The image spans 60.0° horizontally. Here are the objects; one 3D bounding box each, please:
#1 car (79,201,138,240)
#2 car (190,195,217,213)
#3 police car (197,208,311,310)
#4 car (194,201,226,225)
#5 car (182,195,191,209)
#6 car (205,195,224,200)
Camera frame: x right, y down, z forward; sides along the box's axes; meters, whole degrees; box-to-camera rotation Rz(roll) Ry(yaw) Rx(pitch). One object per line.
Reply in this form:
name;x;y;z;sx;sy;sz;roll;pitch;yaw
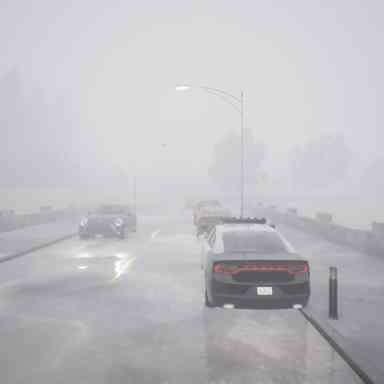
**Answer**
car;-4.101;1.352;16.914;2.097;1.767;4.553;0;0;0
car;1.146;1.300;23.929;2.097;1.767;4.553;-3;0;0
police car;1.200;1.425;8.069;1.930;1.638;5.238;0;0;0
car;1.199;1.478;17.959;1.882;1.535;5.008;0;0;0
car;0.012;1.492;44.786;2.128;1.511;4.902;0;0;1
car;6.310;1.456;93.406;5.357;1.415;2.033;0;0;-40
